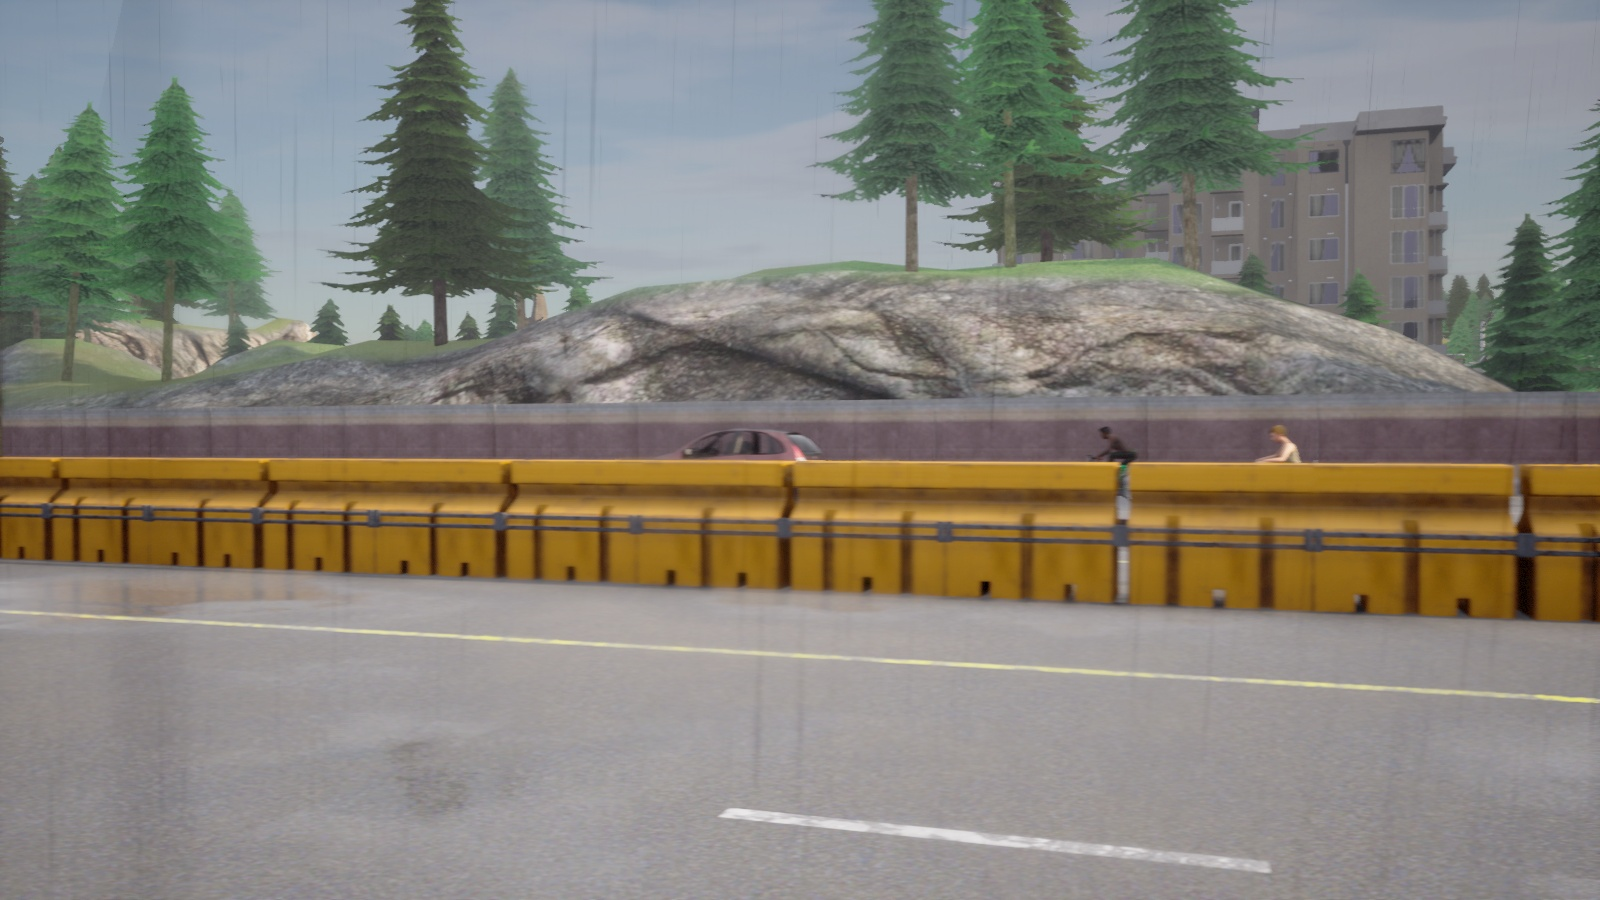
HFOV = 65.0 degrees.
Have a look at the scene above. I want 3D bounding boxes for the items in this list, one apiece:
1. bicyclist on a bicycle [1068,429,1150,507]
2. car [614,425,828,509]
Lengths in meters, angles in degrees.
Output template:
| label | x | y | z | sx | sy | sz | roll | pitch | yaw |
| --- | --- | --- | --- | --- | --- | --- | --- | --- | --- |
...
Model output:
| label | x | y | z | sx | sy | sz | roll | pitch | yaw |
| --- | --- | --- | --- | --- | --- | --- | --- | --- | --- |
| bicyclist on a bicycle | 6.603 | 0.373 | 26.814 | 1.656 | 1.620 | 0.582 | 0 | 1 | 19 |
| car | -1.612 | 0.303 | 25.852 | 3.988 | 1.617 | 1.851 | 1 | 1 | 18 |
